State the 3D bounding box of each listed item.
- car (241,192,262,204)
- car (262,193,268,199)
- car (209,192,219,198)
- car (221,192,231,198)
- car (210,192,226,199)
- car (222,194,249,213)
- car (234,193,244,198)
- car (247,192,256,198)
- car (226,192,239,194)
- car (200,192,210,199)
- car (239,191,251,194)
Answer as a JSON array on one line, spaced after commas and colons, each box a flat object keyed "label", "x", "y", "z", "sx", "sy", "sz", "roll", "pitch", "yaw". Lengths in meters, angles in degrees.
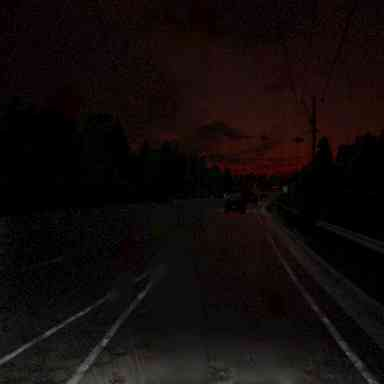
[{"label": "car", "x": 9.644, "y": 1.203, "z": 53.831, "sx": 2.128, "sy": 1.511, "sz": 4.902, "roll": 0, "pitch": 0, "yaw": 16}, {"label": "car", "x": 18.992, "y": 1.081, "z": 87.681, "sx": 2.033, "sy": 1.411, "sz": 5.357, "roll": 0, "pitch": 0, "yaw": 16}, {"label": "car", "x": 6.184, "y": 0.800, "z": 93.859, "sx": 1.837, "sy": 1.490, "sz": 4.892, "roll": 0, "pitch": 0, "yaw": 16}, {"label": "car", "x": 9.554, "y": 0.839, "z": 92.917, "sx": 1.812, "sy": 1.442, "sz": 4.674, "roll": 0, "pitch": 0, "yaw": 16}, {"label": "car", "x": 6.749, "y": 1.050, "z": 82.883, "sx": 2.128, "sy": 1.511, "sz": 4.902, "roll": 0, "pitch": 0, "yaw": 16}, {"label": "car", "x": 4.545, "y": 1.290, "z": 34.225, "sx": 1.882, "sy": 1.535, "sz": 5.008, "roll": 0, "pitch": 0, "yaw": 12}, {"label": "car", "x": 12.925, "y": 0.870, "z": 91.975, "sx": 2.033, "sy": 1.411, "sz": 5.357, "roll": 0, "pitch": 0, "yaw": 16}, {"label": "car", "x": 16.296, "y": 0.846, "z": 91.033, "sx": 1.837, "sy": 1.490, "sz": 4.892, "roll": 0, "pitch": 0, "yaw": 16}, {"label": "car", "x": 10.232, "y": 1.063, "z": 82.342, "sx": 1.812, "sy": 1.442, "sz": 4.674, "roll": 0, "pitch": 0, "yaw": 16}, {"label": "car", "x": 3.483, "y": 0.864, "z": 84.196, "sx": 2.097, "sy": 1.767, "sz": 4.553, "roll": 0, "pitch": 0, "yaw": 16}, {"label": "car", "x": 13.499, "y": 0.781, "z": 81.026, "sx": 2.150, "sy": 2.045, "sz": 5.566, "roll": 0, "pitch": 0, "yaw": 16}]
